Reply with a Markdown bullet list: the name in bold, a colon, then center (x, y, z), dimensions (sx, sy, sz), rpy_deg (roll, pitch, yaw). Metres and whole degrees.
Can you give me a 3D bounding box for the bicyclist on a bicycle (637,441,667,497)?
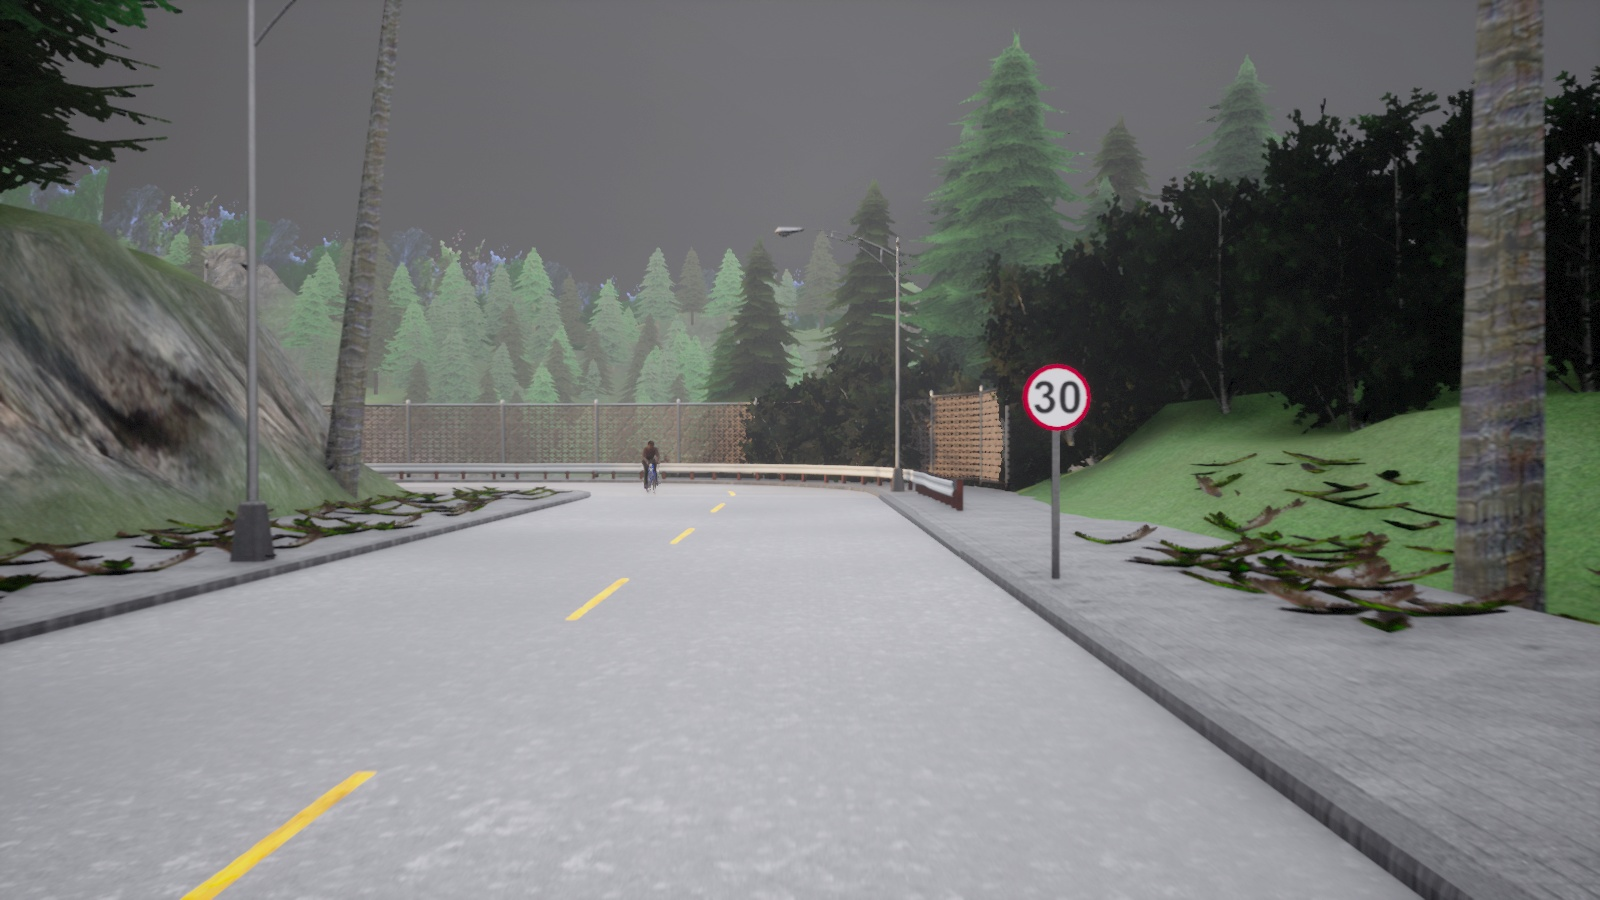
- **bicyclist on a bicycle**: center (-4.431, 0.536, 37.525), dimensions (0.582, 1.620, 1.656), rpy_deg (-2, 1, -17)
